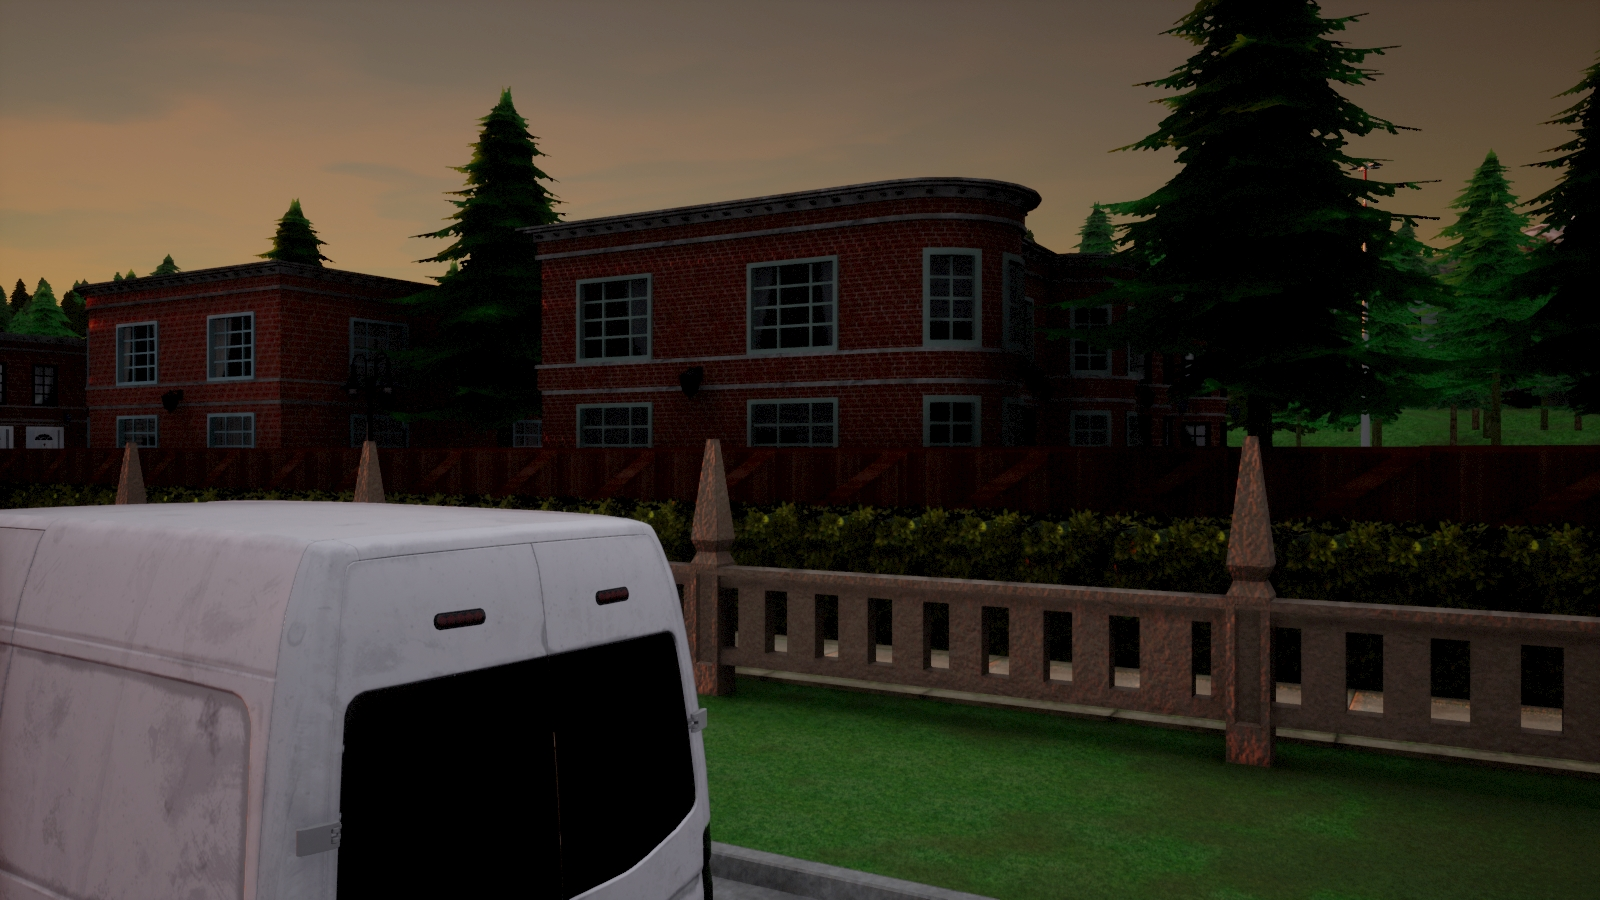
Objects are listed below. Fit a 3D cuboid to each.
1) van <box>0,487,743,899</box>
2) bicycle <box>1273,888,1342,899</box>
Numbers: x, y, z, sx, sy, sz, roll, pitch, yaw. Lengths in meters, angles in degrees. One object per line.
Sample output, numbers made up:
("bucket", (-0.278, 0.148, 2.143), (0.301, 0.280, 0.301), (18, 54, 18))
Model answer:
("van", (-3.240, 1.534, 5.467), (5.915, 2.561, 1.988), (0, 0, 34))
("bicycle", (2.141, 2.060, 2.831), (1.835, 1.471, 0.329), (1, 0, 30))
